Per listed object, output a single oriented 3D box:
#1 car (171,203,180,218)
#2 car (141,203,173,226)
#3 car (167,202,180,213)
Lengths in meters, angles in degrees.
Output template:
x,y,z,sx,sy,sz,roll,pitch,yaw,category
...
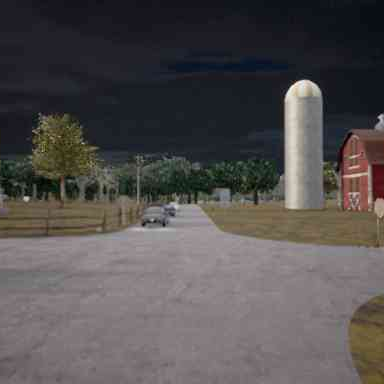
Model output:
x,y,z,sx,sy,sz,roll,pitch,yaw,category
-2.828,2.139,38.131,2.033,1.411,5.357,0,-1,0,car
-2.874,1.905,26.841,1.837,1.490,4.892,0,-1,1,car
-2.804,2.373,51.422,1.812,1.442,4.674,0,-1,0,car
